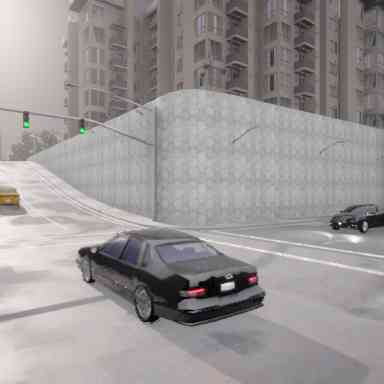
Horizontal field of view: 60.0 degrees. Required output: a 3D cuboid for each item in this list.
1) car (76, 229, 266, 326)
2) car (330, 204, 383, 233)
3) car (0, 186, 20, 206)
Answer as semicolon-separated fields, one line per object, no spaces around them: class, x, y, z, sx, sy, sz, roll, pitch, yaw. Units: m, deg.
car;-0.898;1.548;7.320;2.033;1.411;5.357;0;0;-36
car;10.192;1.505;19.868;4.892;1.490;1.837;0;0;-36
car;-15.956;0.190;28.273;1.882;1.535;5.008;0;8;-36
